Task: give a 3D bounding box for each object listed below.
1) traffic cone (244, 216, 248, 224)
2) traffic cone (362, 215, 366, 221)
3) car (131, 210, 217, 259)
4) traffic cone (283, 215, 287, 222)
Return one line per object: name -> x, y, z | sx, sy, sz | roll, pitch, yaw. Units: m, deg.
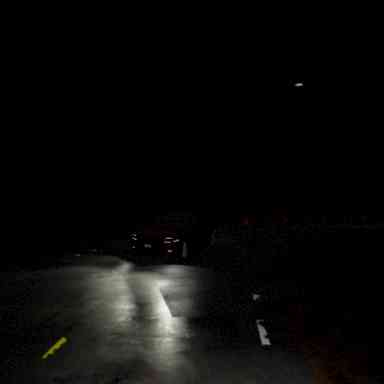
traffic cone -> 4.138, 2.144, 25.281 | 0.340, 0.580, 0.340 | 2, 0, 43
traffic cone -> 17.700, 2.649, 34.116 | 0.340, 0.580, 0.340 | 2, 0, -18
car -> -0.496, 1.491, 13.015 | 1.882, 1.535, 5.008 | 2, 0, 22
traffic cone -> 8.127, 2.289, 28.969 | 0.340, 0.580, 0.340 | 2, 0, -38
